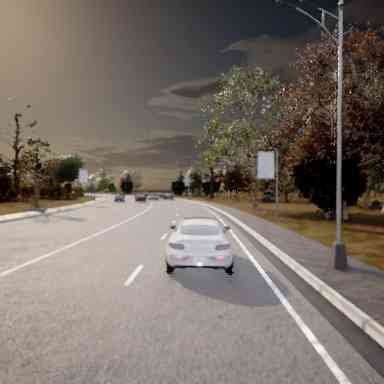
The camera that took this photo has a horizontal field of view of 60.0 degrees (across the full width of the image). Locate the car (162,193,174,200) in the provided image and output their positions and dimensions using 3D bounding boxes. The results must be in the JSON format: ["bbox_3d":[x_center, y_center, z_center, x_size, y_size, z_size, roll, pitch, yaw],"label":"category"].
[{"bbox_3d":[-5.314,0.984,73.340,1.812,1.442,4.674,0,0,-17],"label":"car"}]

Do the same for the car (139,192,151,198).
[{"bbox_3d":[-11.511,0.710,81.578,1.882,1.535,5.008,0,0,-20],"label":"car"}]

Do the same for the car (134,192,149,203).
[{"bbox_3d":[-9.057,1.059,58.254,1.882,1.535,5.008,1,0,-10],"label":"car"}]

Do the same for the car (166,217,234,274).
[{"bbox_3d":[0.247,1.504,10.457,1.812,1.442,4.674,1,0,1],"label":"car"}]

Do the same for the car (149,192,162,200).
[{"bbox_3d":[-8.514,1.034,71.798,1.895,1.301,4.718,0,0,-17],"label":"car"}]

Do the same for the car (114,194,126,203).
[{"bbox_3d":[-12.504,1.119,57.643,2.033,1.411,5.357,1,0,-10],"label":"car"}]

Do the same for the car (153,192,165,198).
[{"bbox_3d":[-8.238,0.779,82.820,1.812,1.442,4.674,0,0,-20],"label":"car"}]
